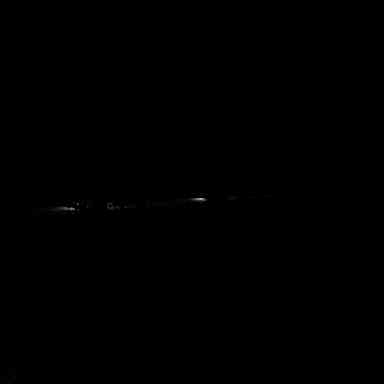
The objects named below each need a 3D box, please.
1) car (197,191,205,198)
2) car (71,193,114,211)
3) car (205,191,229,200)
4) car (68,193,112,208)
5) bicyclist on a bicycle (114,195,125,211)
[{"bbox_3d":[2.625,0.466,59.462,1.994,1.385,4.181,1,2,36],"label":"car"},{"bbox_3d":[-10.320,1.135,35.033,1.994,1.385,4.181,1,2,35],"label":"car"},{"bbox_3d":[4.532,0.561,55.967,1.994,1.385,4.181,1,2,36],"label":"car"},{"bbox_3d":[-11.893,0.956,39.197,1.837,1.490,4.892,1,2,35],"label":"car"},{"bbox_3d":[-7.158,1.074,32.757,1.656,1.620,0.582,-1,1,35],"label":"bicyclist on a bicycle"}]
